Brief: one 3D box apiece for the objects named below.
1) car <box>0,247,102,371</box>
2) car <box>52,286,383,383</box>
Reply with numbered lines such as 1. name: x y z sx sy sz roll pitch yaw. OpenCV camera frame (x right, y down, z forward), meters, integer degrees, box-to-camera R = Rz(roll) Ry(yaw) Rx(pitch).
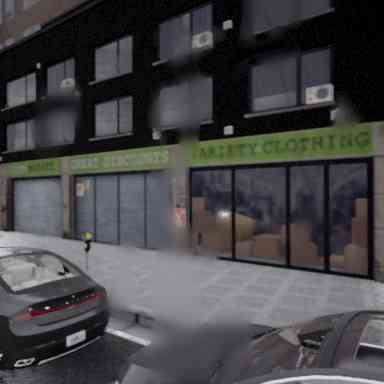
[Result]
1. car: -3.204 1.572 5.366 4.403 1.369 2.008 0 0 35
2. car: 1.293 1.551 2.159 4.403 1.369 2.008 0 0 35
